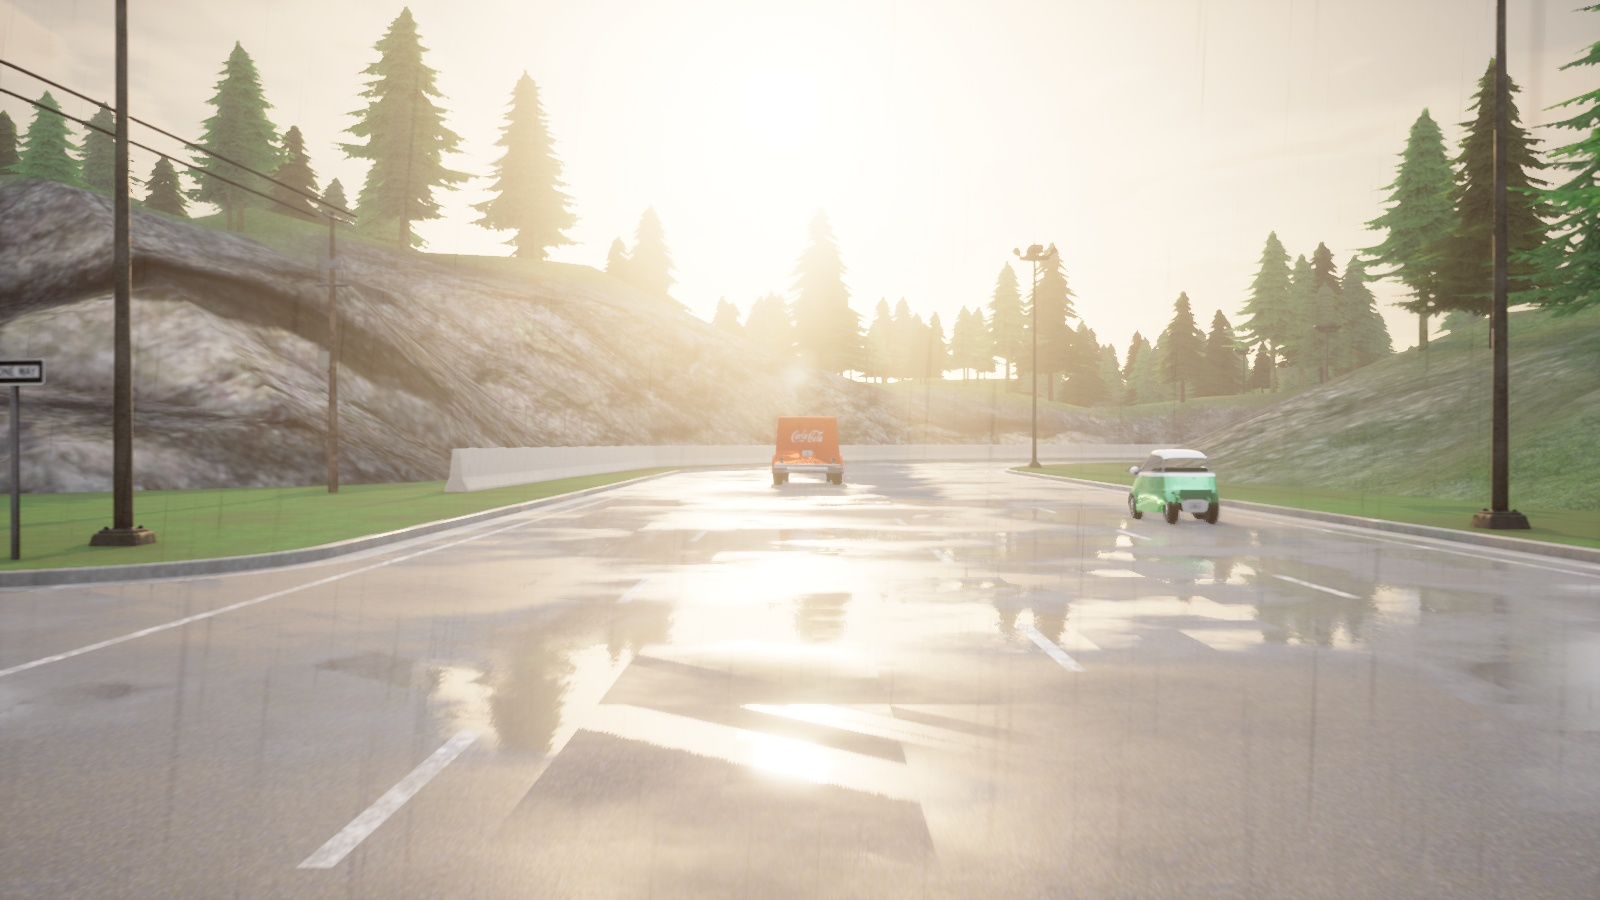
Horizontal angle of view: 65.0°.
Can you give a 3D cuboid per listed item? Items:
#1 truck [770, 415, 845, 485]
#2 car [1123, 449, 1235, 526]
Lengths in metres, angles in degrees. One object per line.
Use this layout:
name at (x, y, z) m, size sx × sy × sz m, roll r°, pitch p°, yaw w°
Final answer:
truck at (0.283, -0.005, 47.002) m, size 2.627 × 2.467 × 5.204 m, roll 0°, pitch 0°, yaw 0°
car at (7.151, 0.672, 23.861) m, size 1.481 × 1.376 × 2.207 m, roll 0°, pitch 1°, yaw 0°
